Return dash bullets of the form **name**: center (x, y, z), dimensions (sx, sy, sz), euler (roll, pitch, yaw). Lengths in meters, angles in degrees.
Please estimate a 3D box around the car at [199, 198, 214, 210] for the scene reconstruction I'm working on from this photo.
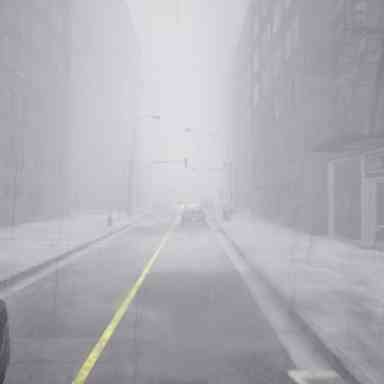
- **car**: center (2.640, 2.148, 54.815), dimensions (2.008, 1.369, 4.403), euler (0, -1, 0)

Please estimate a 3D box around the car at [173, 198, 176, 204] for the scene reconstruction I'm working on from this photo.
- **car**: center (-5.384, 2.386, 77.543), dimensions (2.008, 1.369, 4.403), euler (0, -1, 0)

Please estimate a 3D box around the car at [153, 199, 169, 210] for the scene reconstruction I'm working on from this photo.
- **car**: center (-5.385, 2.163, 54.815), dimensions (1.947, 1.339, 4.313), euler (0, -1, 0)

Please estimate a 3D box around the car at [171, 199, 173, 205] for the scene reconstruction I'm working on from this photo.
- **car**: center (-5.385, 2.283, 66.179), dimensions (1.947, 1.339, 4.313), euler (0, -1, 0)

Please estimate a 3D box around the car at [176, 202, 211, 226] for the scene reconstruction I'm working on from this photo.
- **car**: center (0.101, 1.779, 25.931), dimensions (2.128, 1.511, 4.902), euler (0, -1, 0)

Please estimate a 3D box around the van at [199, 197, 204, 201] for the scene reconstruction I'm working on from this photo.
- **van**: center (2.640, 1.998, 60.499), dimensions (1.690, 1.788, 3.998), euler (0, -1, 0)

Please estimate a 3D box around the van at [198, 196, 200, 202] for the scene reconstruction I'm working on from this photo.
- **van**: center (2.641, 2.117, 71.863), dimensions (1.690, 1.788, 3.998), euler (0, -1, 0)

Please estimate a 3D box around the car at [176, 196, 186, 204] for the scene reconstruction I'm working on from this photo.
- **car**: center (-2.746, 2.377, 79.266), dimensions (1.812, 1.442, 4.674), euler (0, -1, 0)

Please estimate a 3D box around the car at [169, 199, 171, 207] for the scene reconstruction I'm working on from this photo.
- **car**: center (-5.385, 2.239, 60.497), dimensions (1.802, 1.307, 4.206), euler (0, -1, 0)

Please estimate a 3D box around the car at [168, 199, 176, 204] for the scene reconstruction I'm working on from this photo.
- **car**: center (-5.384, 2.518, 88.907), dimensions (1.947, 1.339, 4.313), euler (0, -1, 0)

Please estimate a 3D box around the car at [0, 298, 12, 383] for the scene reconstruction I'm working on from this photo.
- **car**: center (-2.849, 1.496, 1.477), dimensions (1.882, 1.535, 5.008), euler (0, -1, 0)
